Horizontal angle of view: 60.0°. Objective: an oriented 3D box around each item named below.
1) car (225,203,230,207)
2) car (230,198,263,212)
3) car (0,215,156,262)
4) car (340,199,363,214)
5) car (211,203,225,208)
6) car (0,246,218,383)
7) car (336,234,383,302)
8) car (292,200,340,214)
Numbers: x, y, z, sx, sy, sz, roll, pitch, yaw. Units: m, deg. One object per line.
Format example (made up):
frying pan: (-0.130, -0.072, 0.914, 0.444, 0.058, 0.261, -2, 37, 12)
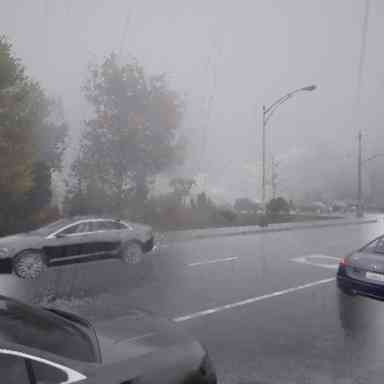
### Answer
car: (6.476, 2.563, 55.376, 2.128, 1.511, 4.902, 0, -3, -32)
car: (8.188, 1.838, 46.081, 2.150, 2.045, 5.566, 0, -3, -32)
car: (-3.468, 1.492, 10.105, 4.902, 1.511, 2.128, 0, 0, -35)
car: (16.739, 1.741, 39.058, 2.128, 1.511, 4.902, 0, -2, -34)
car: (2.822, 2.480, 54.612, 2.097, 1.767, 4.553, 0, -3, -32)
car: (-2.017, 1.505, 2.308, 4.892, 1.490, 1.837, 0, 0, -36)
car: (5.129, 1.574, 7.412, 4.181, 1.385, 1.994, 0, 0, -34)
car: (13.559, 1.741, 37.556, 2.128, 1.511, 4.902, 0, -2, -32)
